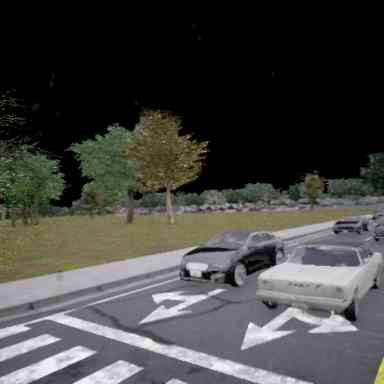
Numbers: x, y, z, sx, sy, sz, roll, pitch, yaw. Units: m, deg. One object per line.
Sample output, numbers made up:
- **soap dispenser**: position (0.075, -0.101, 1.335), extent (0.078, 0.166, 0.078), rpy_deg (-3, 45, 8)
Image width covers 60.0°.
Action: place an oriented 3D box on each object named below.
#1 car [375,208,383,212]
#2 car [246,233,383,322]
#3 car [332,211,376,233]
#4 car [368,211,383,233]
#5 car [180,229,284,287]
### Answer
- **car**: position (22.352, 2.581, 38.676), extent (1.994, 1.385, 4.181), rpy_deg (-5, -4, 37)
- **car**: position (3.355, 1.925, 8.182), extent (1.895, 1.301, 4.718), rpy_deg (-4, -4, 36)
- **car**: position (12.354, 2.444, 25.541), extent (2.033, 1.411, 5.357), rpy_deg (-5, -4, 37)
- **car**: position (12.231, 2.108, 19.993), extent (1.837, 1.490, 4.892), rpy_deg (-5, -4, 37)
- **car**: position (1.563, 2.047, 11.222), extent (2.128, 1.511, 4.902), rpy_deg (-5, -4, 37)
